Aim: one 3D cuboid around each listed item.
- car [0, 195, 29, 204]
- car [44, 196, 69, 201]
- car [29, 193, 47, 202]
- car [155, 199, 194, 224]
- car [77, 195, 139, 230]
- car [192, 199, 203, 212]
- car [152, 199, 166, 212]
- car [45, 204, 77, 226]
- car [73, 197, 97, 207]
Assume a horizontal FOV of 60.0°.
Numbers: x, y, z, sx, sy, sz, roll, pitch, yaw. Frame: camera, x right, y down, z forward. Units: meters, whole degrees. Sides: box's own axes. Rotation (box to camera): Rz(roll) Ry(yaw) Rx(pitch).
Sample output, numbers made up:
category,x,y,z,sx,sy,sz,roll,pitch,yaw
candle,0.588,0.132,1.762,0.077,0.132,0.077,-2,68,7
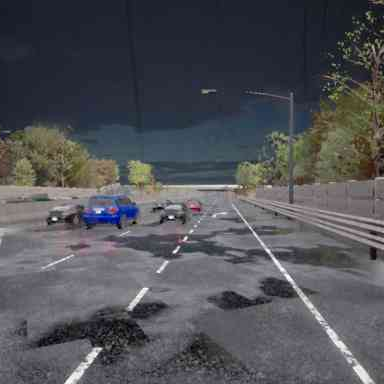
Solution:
category,x,y,z,sx,sy,sz,roll,pitch,yaw
car,-24.200,1.358,43.908,2.097,1.767,4.553,0,0,6
car,-20.045,1.614,50.792,1.895,1.301,4.718,0,0,5
car,-26.524,1.243,56.439,2.150,2.045,5.566,0,0,6
car,-1.174,1.526,24.643,1.812,1.442,4.674,0,0,5
car,-4.995,1.221,21.322,2.150,2.045,5.566,0,0,5
car,0.197,1.569,39.507,1.994,1.385,4.181,0,0,5
car,-3.344,1.551,39.180,2.033,1.411,5.357,0,0,5
car,-8.350,1.526,23.053,1.812,1.442,4.674,0,0,5
car,-16.480,1.540,51.329,1.812,1.442,4.674,0,0,5
